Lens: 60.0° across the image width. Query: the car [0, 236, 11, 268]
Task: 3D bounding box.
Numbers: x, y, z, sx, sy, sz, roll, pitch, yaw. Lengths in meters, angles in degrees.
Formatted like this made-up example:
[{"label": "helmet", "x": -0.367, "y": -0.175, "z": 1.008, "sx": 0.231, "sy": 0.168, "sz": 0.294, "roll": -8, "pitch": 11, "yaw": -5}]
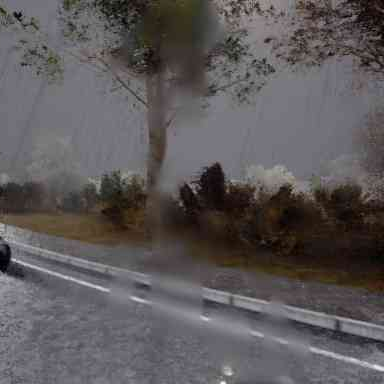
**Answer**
[{"label": "car", "x": -7.232, "y": 1.555, "z": 10.159, "sx": 4.181, "sy": 1.385, "sz": 1.994, "roll": 0, "pitch": 0, "yaw": 42}]
